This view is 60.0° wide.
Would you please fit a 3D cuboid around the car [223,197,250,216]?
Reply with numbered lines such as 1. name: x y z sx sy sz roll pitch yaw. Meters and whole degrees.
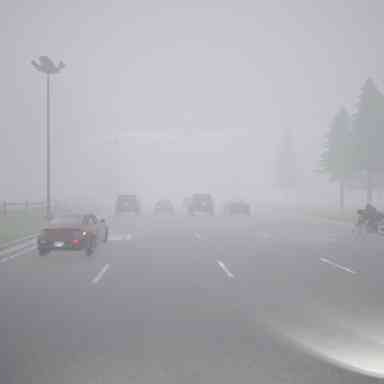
1. car: 4.299 1.477 32.707 1.882 1.535 5.008 0 0 -5

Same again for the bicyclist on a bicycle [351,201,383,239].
1. bicyclist on a bicycle: 8.589 1.351 15.875 1.656 1.620 0.582 -9 -32 43

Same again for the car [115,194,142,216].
1. car: -6.265 1.225 32.981 2.150 2.045 5.566 0 0 -5

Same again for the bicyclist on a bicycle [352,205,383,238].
1. bicyclist on a bicycle: 7.923 1.399 14.937 1.656 1.620 0.582 -15 27 37

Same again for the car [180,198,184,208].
1. car: -0.579 1.503 48.441 1.837 1.490 4.892 0 0 -8

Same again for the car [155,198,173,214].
1. car: -3.000 1.600 35.750 1.895 1.301 4.718 0 0 -5

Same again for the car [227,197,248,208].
1. car: 6.471 1.503 47.786 1.837 1.490 4.892 0 0 -5

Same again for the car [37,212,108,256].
1. car: -4.521 1.526 13.093 1.812 1.442 4.674 0 0 -5

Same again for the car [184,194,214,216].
1. car: 0.783 1.217 32.724 2.150 2.045 5.566 0 0 -5
